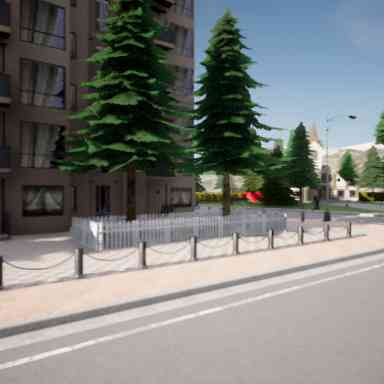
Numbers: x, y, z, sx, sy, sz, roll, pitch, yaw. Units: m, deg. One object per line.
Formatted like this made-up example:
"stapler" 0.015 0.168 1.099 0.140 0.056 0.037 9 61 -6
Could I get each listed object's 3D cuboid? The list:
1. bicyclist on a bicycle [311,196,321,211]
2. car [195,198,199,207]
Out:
"bicyclist on a bicycle" 13.362 1.233 35.864 1.656 1.620 0.582 0 0 -35
"car" -0.857 1.443 49.442 1.837 1.490 4.892 0 0 -35
